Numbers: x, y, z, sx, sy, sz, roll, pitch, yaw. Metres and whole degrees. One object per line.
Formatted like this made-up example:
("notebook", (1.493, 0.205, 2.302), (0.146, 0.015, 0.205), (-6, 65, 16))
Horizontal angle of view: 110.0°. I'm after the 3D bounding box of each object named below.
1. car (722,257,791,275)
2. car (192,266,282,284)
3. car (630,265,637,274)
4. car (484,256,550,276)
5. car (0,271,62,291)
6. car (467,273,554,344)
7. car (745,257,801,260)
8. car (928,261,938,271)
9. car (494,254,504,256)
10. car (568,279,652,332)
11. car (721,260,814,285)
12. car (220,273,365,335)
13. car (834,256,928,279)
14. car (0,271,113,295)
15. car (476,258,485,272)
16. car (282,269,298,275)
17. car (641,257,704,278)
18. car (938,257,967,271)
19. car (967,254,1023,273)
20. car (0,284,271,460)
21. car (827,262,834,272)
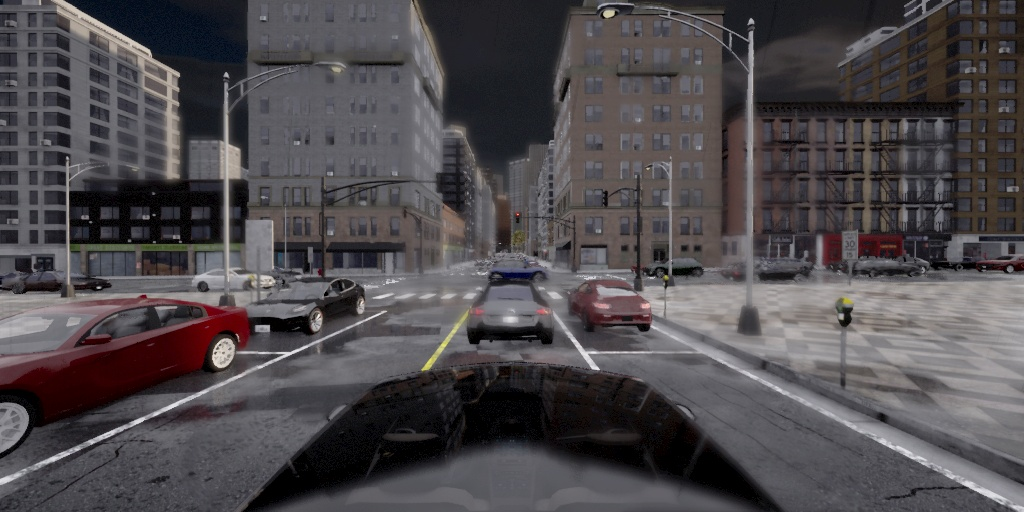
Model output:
("car", (22.521, 0.869, 33.132), (4.902, 1.511, 2.128), (-1, 0, 0))
("car", (-17.898, 1.520, 23.111), (4.674, 1.442, 1.812), (-1, 0, 0))
("car", (13.480, 1.106, 33.117), (4.718, 1.301, 1.895), (-1, 0, 0))
("car", (0.503, 1.084, 26.395), (4.553, 1.767, 2.097), (-1, 0, 0))
("car", (-36.578, 1.812, 26.333), (4.718, 1.301, 1.895), (-1, 0, 0))
("car", (-0.035, 1.313, 9.562), (1.994, 1.385, 4.181), (0, 0, 0))
("car", (22.285, 0.889, 29.881), (4.902, 1.511, 2.128), (-1, 0, 0))
("car", (31.751, 0.771, 29.892), (4.892, 1.490, 1.837), (-1, 0, 0))
("car", (-2.970, 0.970, 65.122), (2.097, 1.767, 4.553), (0, 0, 1))
("car", (2.719, 1.330, 10.560), (1.802, 1.307, 4.207), (0, 0, 0))
("car", (16.385, 1.115, 23.173), (4.718, 1.301, 1.895), (-1, 0, 0))
("car", (-5.806, 1.314, 10.516), (1.948, 1.339, 4.313), (0, 0, 0))
("car", (27.125, 0.873, 26.440), (4.674, 1.442, 1.812), (-1, 0, 0))
("car", (-29.280, 1.687, 23.089), (5.357, 1.411, 2.033), (-1, 0, 0))
("car", (-3.073, 1.209, 45.563), (1.812, 1.442, 4.674), (0, 0, 2))
("car", (-17.996, 1.469, 26.407), (4.902, 1.511, 2.128), (-1, 0, 4))
("car", (13.332, 0.876, 29.865), (4.553, 1.767, 2.097), (-1, 0, 0))
("car", (41.788, 0.716, 33.133), (4.718, 1.301, 1.895), (-1, 0, 0))
("car", (41.878, 0.608, 29.881), (5.008, 1.535, 1.882), (-1, 0, 0))
("car", (-5.776, 1.295, 4.872), (1.888, 1.381, 4.507), (0, 0, 0))
("car", (31.992, 0.752, 33.144), (4.892, 1.490, 1.837), (-1, 0, 0))
